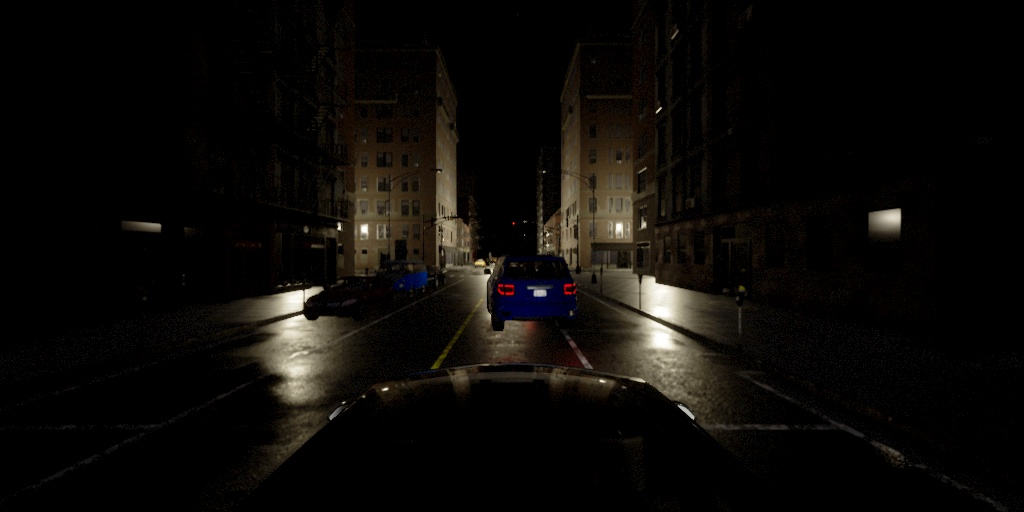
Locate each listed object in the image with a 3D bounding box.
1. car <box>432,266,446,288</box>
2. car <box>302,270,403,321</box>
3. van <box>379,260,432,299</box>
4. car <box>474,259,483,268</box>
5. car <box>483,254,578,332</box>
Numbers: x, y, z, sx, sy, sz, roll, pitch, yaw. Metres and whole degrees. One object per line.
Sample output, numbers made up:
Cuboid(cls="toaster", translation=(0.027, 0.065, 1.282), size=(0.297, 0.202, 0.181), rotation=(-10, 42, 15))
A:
Cuboid(cls="car", translation=(-5.396, 1.298, 23.201), size=(2.007, 1.370, 4.403), rotation=(0, 0, 0))
Cuboid(cls="car", translation=(-5.396, 1.331, 12.388), size=(1.802, 1.307, 4.207), rotation=(0, 0, 0))
Cuboid(cls="van", translation=(-5.396, 1.089, 17.795), size=(1.690, 1.789, 3.998), rotation=(0, 0, 0))
Cuboid(cls="car", translation=(-5.402, 1.270, 60.994), size=(1.751, 1.417, 4.829), rotation=(0, 0, 0))
Cuboid(cls="car", translation=(0.367, 0.970, 11.127), size=(2.150, 2.045, 5.566), rotation=(0, 0, -6))
